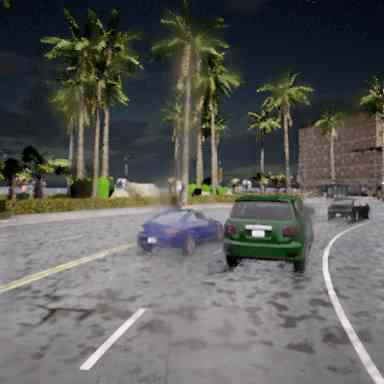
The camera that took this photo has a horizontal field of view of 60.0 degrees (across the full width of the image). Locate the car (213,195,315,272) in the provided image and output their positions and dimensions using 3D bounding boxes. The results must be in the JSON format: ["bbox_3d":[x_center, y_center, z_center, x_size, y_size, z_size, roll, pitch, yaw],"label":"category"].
[{"bbox_3d":[2.656,1.094,10.769,2.150,2.045,5.566,0,1,22],"label":"car"}]

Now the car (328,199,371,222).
[{"bbox_3d":[11.327,1.239,23.865,1.837,1.490,4.892,1,1,42],"label":"car"}]

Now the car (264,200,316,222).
[{"bbox_3d":[7.358,1.313,24.682,1.895,1.301,4.718,1,1,41],"label":"car"}]

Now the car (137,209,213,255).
[{"bbox_3d":[-0.301,1.367,12.665,1.812,1.442,4.674,0,0,25],"label":"car"}]
